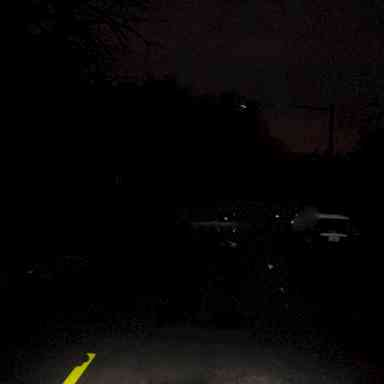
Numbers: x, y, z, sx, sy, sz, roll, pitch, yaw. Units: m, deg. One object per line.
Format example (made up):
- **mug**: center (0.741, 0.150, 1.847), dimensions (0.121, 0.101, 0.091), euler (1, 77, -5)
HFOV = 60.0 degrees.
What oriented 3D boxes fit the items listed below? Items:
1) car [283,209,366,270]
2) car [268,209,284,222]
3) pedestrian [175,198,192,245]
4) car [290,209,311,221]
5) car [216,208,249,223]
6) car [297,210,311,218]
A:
- **car**: center (4.392, 1.472, 11.320), dimensions (1.970, 1.475, 3.806), euler (2, 0, 10)
- **car**: center (9.119, 2.434, 33.899), dimensions (1.994, 1.385, 4.181), euler (2, -2, 26)
- **pedestrian**: center (-0.314, 1.163, 13.379), dimensions (0.375, 1.860, 0.375), euler (5, -2, -3)
- **car**: center (14.789, 3.079, 45.221), dimensions (1.837, 1.490, 4.892), euler (2, -3, 28)
- **car**: center (3.762, 2.073, 30.235), dimensions (1.895, 1.301, 4.718), euler (2, -2, 24)
- **car**: center (22.454, 4.345, 66.594), dimensions (1.994, 1.385, 4.181), euler (2, -3, 28)
